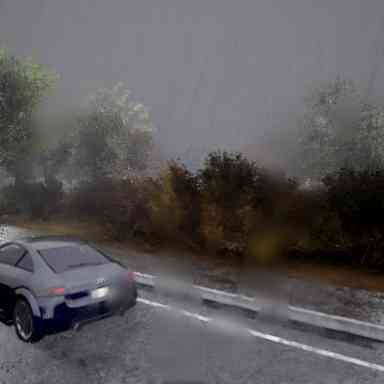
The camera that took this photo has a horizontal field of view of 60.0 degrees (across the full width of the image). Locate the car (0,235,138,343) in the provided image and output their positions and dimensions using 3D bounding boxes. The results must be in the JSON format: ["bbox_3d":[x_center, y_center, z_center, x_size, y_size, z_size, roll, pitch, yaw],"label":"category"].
[{"bbox_3d":[-3.007,1.567,6.555,4.181,1.385,1.994,0,0,39],"label":"car"}]
